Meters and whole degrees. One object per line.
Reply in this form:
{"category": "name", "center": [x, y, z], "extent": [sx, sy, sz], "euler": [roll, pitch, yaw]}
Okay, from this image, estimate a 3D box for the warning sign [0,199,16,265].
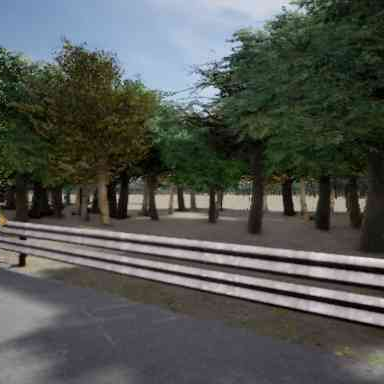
{"category": "warning sign", "center": [-6.000, 1.153, 9.611], "extent": [1.060, 1.860, 1.300], "euler": [0, 0, 37]}
